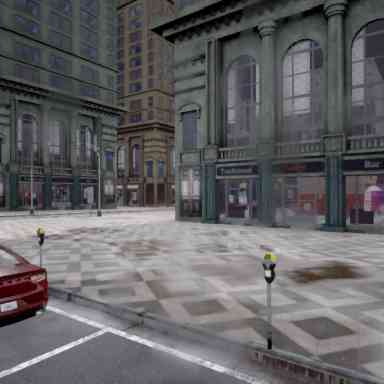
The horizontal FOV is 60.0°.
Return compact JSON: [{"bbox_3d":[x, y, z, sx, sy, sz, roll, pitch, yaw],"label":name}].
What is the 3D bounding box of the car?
[{"bbox_3d":[-4.501,1.545,6.182,4.507,1.381,1.887,0,0,35],"label":"car"}]
